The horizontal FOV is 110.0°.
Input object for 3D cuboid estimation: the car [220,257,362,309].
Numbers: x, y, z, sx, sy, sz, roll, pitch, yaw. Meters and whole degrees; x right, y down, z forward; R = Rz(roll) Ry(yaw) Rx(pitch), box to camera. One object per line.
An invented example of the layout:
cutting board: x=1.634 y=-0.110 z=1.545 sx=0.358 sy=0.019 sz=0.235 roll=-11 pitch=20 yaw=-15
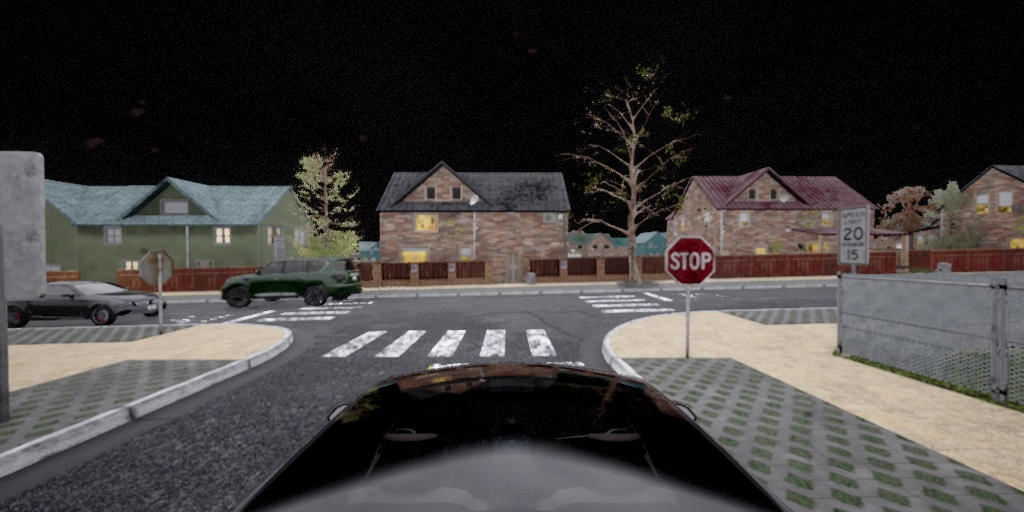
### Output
car: x=-9.554 y=1.108 z=15.764 sx=5.566 sy=2.045 sz=2.150 roll=-1 pitch=0 yaw=3

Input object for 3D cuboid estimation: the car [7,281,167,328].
car: x=-14.936 y=1.591 z=12.515 sx=4.674 sy=1.442 sz=1.812 roll=-1 pitch=1 yaw=-1

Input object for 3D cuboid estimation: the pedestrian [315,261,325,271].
pedestrian: x=-9.844 y=0.992 z=18.434 sx=0.375 sy=1.860 sz=0.375 roll=0 pitch=2 yaw=-1
